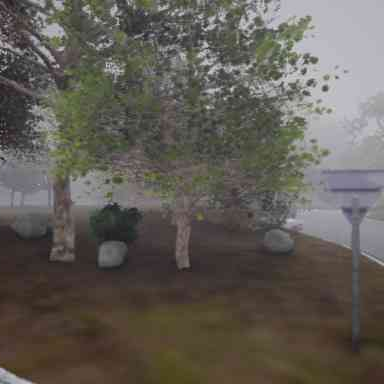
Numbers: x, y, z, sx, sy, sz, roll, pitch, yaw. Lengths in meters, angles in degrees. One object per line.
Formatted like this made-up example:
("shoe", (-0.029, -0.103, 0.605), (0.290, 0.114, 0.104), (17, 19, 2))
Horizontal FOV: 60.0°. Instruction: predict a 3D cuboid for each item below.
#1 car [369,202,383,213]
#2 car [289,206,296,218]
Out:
("car", (23.214, 1.832, 39.505), (4.718, 1.301, 1.895), (1, 0, -4))
("car", (8.512, 1.558, 30.374), (2.033, 1.411, 5.357), (0, 0, 20))
